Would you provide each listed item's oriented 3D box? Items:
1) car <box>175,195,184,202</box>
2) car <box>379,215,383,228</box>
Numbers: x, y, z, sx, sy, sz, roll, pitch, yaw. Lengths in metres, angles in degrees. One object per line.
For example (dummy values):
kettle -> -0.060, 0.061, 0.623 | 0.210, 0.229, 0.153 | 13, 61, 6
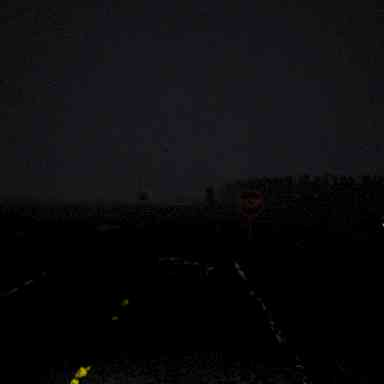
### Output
car -> -2.668, 1.361, 72.542 | 2.033, 1.411, 5.357 | 0, 0, 0
car -> 14.087, 1.786, 20.178 | 4.892, 1.490, 1.837 | 1, -1, 1
